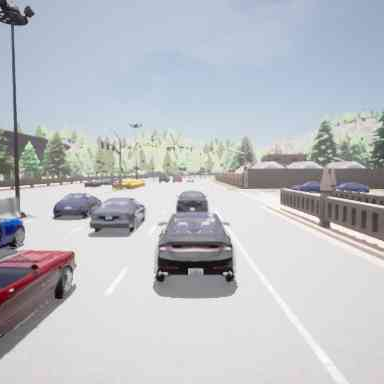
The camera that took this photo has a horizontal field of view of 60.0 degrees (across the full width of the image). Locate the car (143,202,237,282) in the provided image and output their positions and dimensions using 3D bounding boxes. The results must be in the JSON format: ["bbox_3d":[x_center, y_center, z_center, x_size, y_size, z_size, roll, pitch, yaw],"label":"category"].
[{"bbox_3d":[0.065,1.296,9.162,2.128,1.511,4.902,0,2,0],"label":"car"}]

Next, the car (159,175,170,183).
[{"bbox_3d":[-7.404,-3.480,86.950,2.150,2.045,5.566,0,3,0],"label":"car"}]

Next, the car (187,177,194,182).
[{"bbox_3d":[-0.417,-3.323,89.639,1.812,1.442,4.674,0,3,0],"label":"car"}]

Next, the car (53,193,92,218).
[{"bbox_3d":[-6.986,0.736,20.724,1.994,1.385,4.181,0,3,0],"label":"car"}]

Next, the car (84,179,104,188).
[{"bbox_3d":[-17.838,-1.504,59.799,1.895,1.301,4.718,0,3,0],"label":"car"}]

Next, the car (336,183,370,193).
[{"bbox_3d":[18.052,-0.343,38.593,4.674,1.442,1.812,0,3,2],"label":"car"}]

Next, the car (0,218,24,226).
[{"bbox_3d":[-6.938,1.248,9.962,1.882,1.535,5.008,0,3,0],"label":"car"}]

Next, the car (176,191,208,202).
[{"bbox_3d":[0.012,0.646,20.827,1.882,1.535,5.008,0,3,0],"label":"car"}]

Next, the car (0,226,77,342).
[{"bbox_3d":[-3.419,1.534,5.158,1.895,1.301,4.718,0,1,0],"label":"car"}]

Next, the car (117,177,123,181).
[{"bbox_3d":[-17.871,-2.763,80.051,1.812,1.442,4.674,0,3,0],"label":"car"}]

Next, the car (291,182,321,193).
[{"bbox_3d":[15.017,-0.553,42.187,4.674,1.442,1.812,0,3,2],"label":"car"}]

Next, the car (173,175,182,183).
[{"bbox_3d":[-3.904,-3.481,86.967,2.150,2.045,5.566,0,3,0],"label":"car"}]

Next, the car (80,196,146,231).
[{"bbox_3d":[-3.466,0.972,16.323,2.033,1.411,5.357,0,3,0],"label":"car"}]

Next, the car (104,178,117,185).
[{"bbox_3d":[-17.821,-2.145,69.746,2.033,1.411,5.357,0,3,0],"label":"car"}]
